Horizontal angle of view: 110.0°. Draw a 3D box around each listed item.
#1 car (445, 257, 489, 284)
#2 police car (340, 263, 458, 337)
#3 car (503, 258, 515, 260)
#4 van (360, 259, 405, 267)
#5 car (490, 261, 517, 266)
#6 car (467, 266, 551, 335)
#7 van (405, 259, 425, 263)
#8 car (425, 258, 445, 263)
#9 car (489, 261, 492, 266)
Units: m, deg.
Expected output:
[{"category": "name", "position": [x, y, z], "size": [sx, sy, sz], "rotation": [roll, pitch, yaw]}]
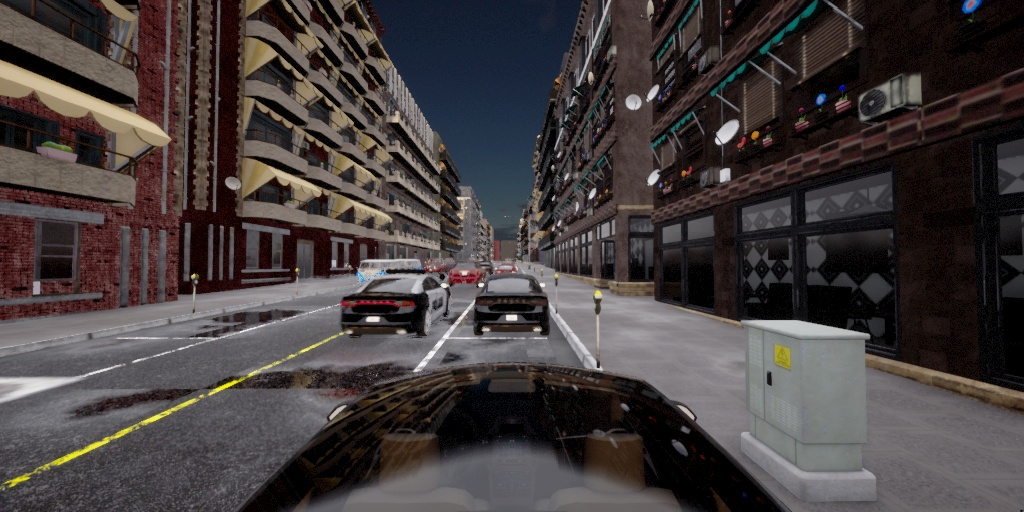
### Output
[{"category": "car", "position": [-2.952, 1.121, 24.466], "size": [2.097, 1.767, 4.553], "rotation": [0, 0, 0]}, {"category": "police car", "position": [-3.018, 1.180, 10.406], "size": [1.930, 1.638, 5.238], "rotation": [0, 0, 0]}, {"category": "car", "position": [-0.445, 1.240, 39.134], "size": [1.967, 1.591, 4.097], "rotation": [0, 0, 0]}, {"category": "van", "position": [-8.335, 1.108, 22.603], "size": [1.690, 1.789, 3.998], "rotation": [0, 0, 0]}, {"category": "car", "position": [-0.453, 1.322, 28.072], "size": [1.888, 1.381, 4.507], "rotation": [0, 0, 0]}, {"category": "car", "position": [-0.006, 1.232, 10.503], "size": [1.882, 1.535, 5.008], "rotation": [0, 0, 0]}, {"category": "van", "position": [-8.335, 1.118, 28.134], "size": [1.690, 1.789, 3.998], "rotation": [0, 0, 0]}, {"category": "car", "position": [-8.335, 1.115, 39.194], "size": [2.192, 1.841, 5.009], "rotation": [0, 0, 0]}, {"category": "car", "position": [-2.951, 1.308, 39.842], "size": [1.837, 1.490, 4.892], "rotation": [0, 0, 0]}]
